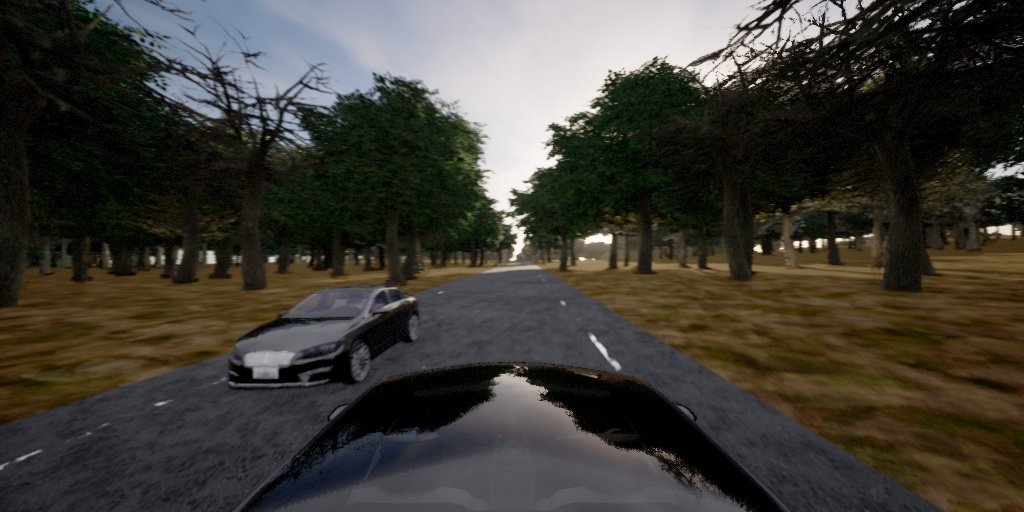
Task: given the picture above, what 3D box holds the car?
[{"bbox_3d":[-3.352,1.386,7.449,2.128,1.511,4.902,-2,0,2],"label":"car"}]
